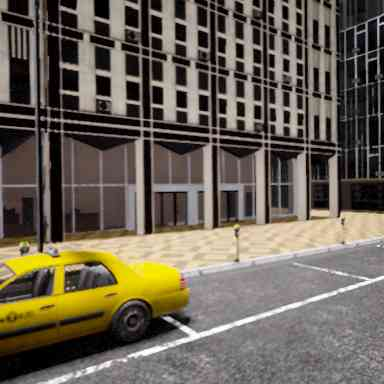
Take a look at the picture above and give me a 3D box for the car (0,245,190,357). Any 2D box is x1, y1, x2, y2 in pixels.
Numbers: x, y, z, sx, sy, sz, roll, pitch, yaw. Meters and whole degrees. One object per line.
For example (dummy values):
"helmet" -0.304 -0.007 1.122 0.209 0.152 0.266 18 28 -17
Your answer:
"car" -2.314 1.523 4.882 4.829 1.417 1.752 0 -1 -35
